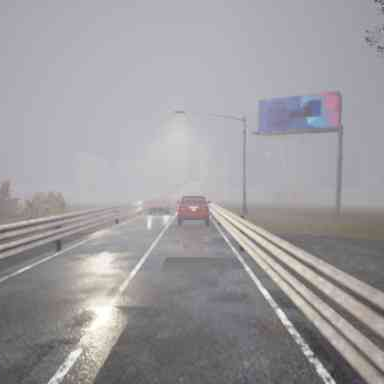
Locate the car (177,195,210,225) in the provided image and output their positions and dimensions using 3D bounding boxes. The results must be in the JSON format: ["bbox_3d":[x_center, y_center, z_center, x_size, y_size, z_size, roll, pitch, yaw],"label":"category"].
[{"bbox_3d":[0.119,1.216,23.917,2.150,2.045,5.566,0,0,1],"label":"car"}]

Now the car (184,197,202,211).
[{"bbox_3d":[0.107,1.480,42.506,2.128,1.511,4.902,0,0,0],"label":"car"}]

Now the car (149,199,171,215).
[{"bbox_3d":[-3.260,1.469,34.316,1.882,1.535,5.008,0,0,0],"label":"car"}]
